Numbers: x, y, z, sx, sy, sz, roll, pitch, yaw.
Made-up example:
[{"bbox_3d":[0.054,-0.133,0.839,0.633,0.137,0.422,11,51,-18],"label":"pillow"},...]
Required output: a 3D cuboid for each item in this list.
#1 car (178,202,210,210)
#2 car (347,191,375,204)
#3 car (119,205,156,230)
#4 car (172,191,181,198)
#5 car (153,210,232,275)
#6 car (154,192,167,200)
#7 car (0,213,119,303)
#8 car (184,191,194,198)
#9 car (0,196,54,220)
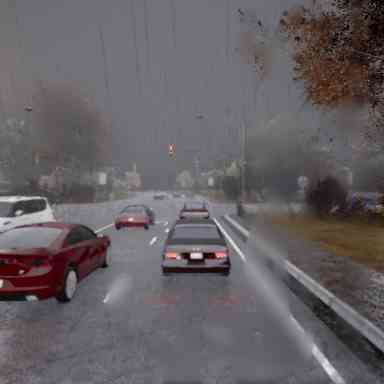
[{"bbox_3d":[0.132,1.395,21.139,2.128,1.511,4.902,0,0,-1],"label":"car"},{"bbox_3d":[23.270,0.918,46.249,5.566,2.045,2.150,-1,0,-3],"label":"car"},{"bbox_3d":[-3.396,1.472,20.506,1.994,1.385,4.181,0,0,0],"label":"car"},{"bbox_3d":[-3.978,0.844,88.621,1.895,1.301,4.718,0,1,-4],"label":"car"},{"bbox_3d":[0.101,1.531,10.326,2.033,1.411,5.357,0,0,0],"label":"car"},{"bbox_3d":[-7.011,0.964,70.642,1.882,1.535,5.008,0,1,0],"label":"car"},{"bbox_3d":[-3.399,1.471,8.265,1.882,1.535,5.008,0,-1,0],"label":"car"},{"bbox_3d":[-0.478,0.772,88.705,2.128,1.511,4.902,0,1,-4],"label":"car"},{"bbox_3d":[-7.084,1.191,12.362,2.150,2.045,5.566,0,0,0],"label":"car"}]
